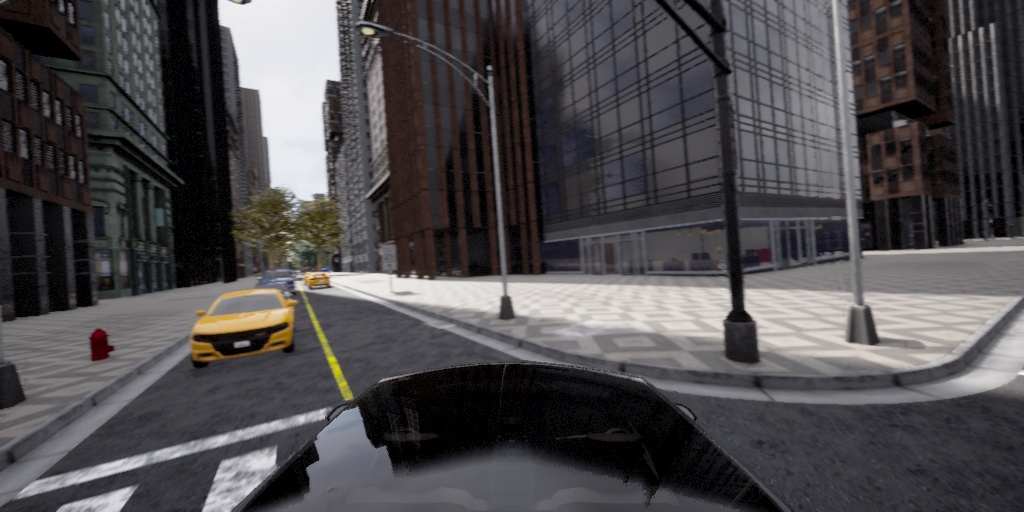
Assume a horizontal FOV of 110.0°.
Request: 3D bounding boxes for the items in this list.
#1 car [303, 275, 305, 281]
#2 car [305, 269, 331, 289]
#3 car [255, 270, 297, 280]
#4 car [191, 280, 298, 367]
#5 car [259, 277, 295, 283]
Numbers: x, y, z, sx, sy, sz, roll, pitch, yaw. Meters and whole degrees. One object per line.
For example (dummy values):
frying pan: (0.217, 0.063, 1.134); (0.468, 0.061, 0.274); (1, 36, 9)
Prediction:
car: (-25.190, 2.763, 45.393); (1.882, 1.535, 5.008); (-4, 1, -31)
car: (-19.368, 2.406, 35.957); (1.882, 1.535, 5.008); (-4, 0, -31)
car: (-17.804, 2.076, 27.349); (2.150, 2.045, 5.566); (-4, 0, -31)
car: (-6.990, 1.667, 9.683); (1.882, 1.535, 5.008); (-4, 0, -31)
car: (-12.158, 2.056, 18.143); (2.033, 1.411, 5.357); (-4, 0, -32)
